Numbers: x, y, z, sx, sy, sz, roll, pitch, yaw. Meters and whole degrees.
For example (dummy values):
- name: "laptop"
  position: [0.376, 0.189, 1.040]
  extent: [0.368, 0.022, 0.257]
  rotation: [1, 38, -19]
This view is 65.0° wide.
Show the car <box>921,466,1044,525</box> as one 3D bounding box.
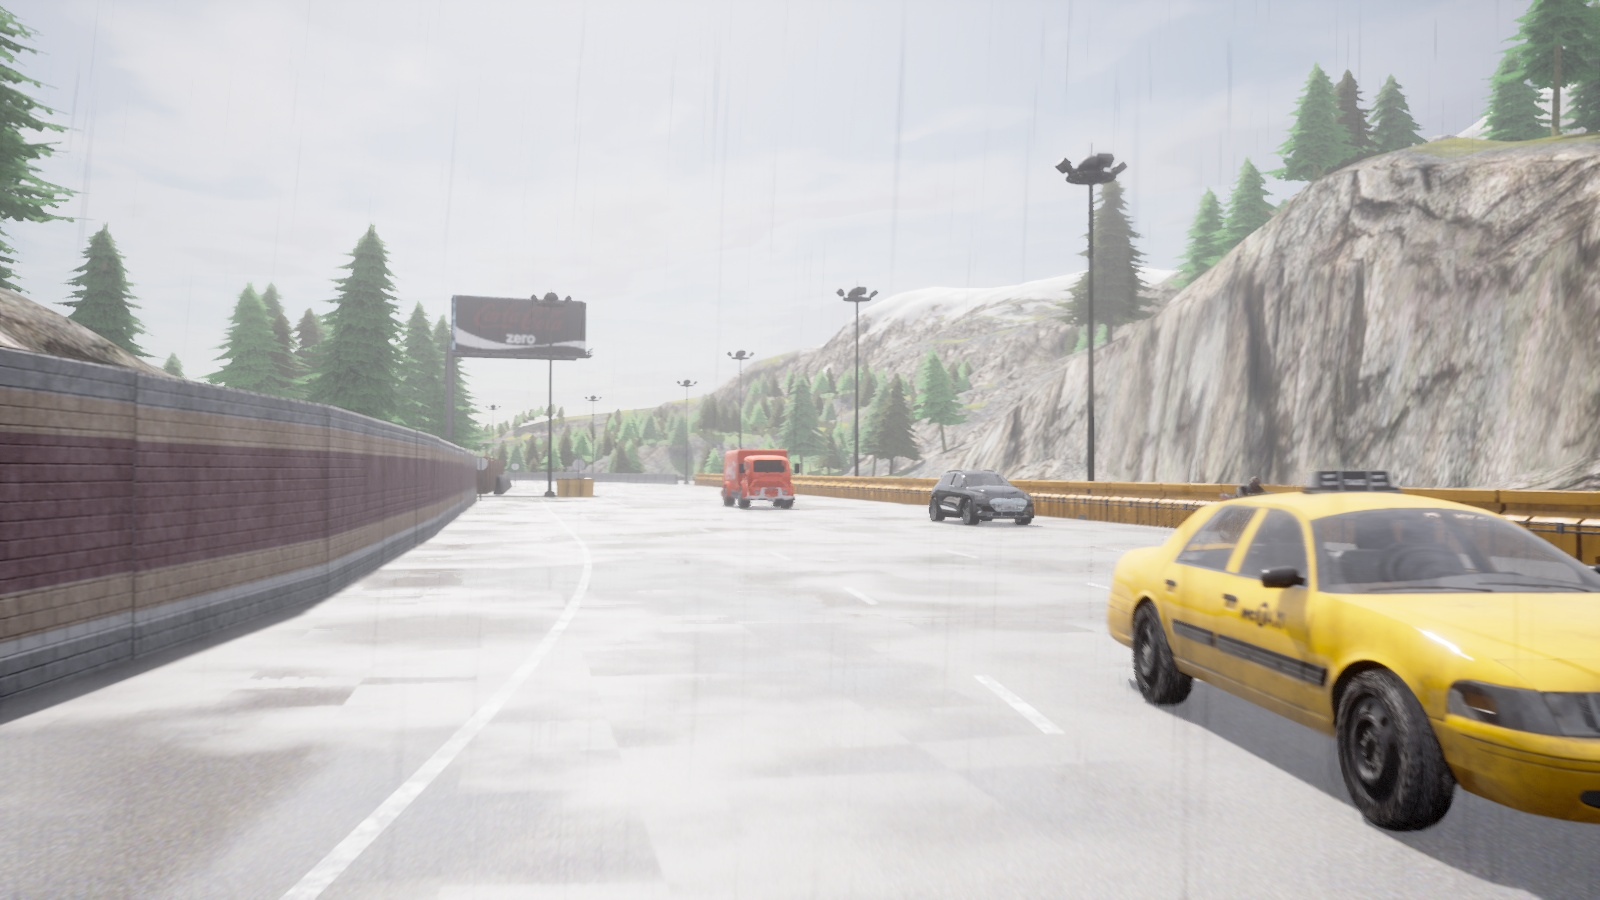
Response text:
- name: "car"
  position: [5.384, 1.357, 37.820]
  extent: [2.033, 1.649, 4.856]
  rotation: [0, -2, -13]

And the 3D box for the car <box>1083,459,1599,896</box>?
- name: "car"
  position: [3.300, 0.861, 7.275]
  extent: [1.801, 1.575, 5.366]
  rotation: [0, -1, -3]

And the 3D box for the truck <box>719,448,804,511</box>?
- name: "truck"
  position: [-1.695, 1.220, 52.862]
  extent: [2.627, 2.467, 5.204]
  rotation: [0, -1, -13]

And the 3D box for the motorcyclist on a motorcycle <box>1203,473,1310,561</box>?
- name: "motorcyclist on a motorcycle"
  position: [8.468, 1.205, 23.416]
  extent: [0.866, 1.530, 2.191]
  rotation: [0, -1, -10]
